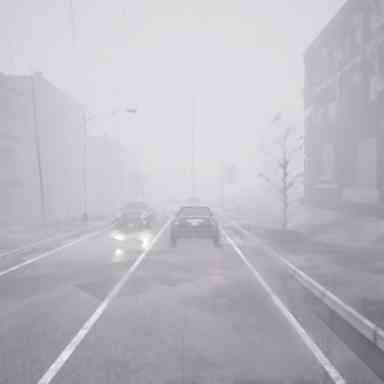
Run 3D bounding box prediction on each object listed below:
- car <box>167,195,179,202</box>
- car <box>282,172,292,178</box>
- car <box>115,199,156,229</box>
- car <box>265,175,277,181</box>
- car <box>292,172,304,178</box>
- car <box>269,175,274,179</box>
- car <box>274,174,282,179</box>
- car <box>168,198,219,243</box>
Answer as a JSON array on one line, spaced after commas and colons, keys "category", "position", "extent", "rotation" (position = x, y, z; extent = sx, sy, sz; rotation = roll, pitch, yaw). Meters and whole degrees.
[{"category": "car", "position": [-3.453, 1.339, 62.916], "extent": [2.097, 1.767, 4.553], "rotation": [0, 0, 1]}, {"category": "car", "position": [22.999, -3.800, 75.897], "extent": [2.185, 1.767, 4.553], "rotation": [0, 1, -5]}, {"category": "car", "position": [-3.575, 1.342, 21.661], "extent": [2.097, 1.767, 4.553], "rotation": [0, 0, 0]}, {"category": "car", "position": [21.963, -3.976, 92.483], "extent": [2.231, 1.521, 4.892], "rotation": [0, 1, -1]}, {"category": "car", "position": [23.613, -3.540, 70.206], "extent": [2.163, 1.488, 4.792], "rotation": [0, 1, -6]}, {"category": "car", "position": [22.191, -3.839, 86.941], "extent": [2.002, 1.452, 4.674], "rotation": [0, 1, -2]}, {"category": "car", "position": [22.537, -3.777, 81.404], "extent": [2.097, 1.535, 5.008], "rotation": [0, 1, -4]}, {"category": "car", "position": [0.118, 1.346, 16.119], "extent": [2.097, 1.767, 4.553], "rotation": [0, 0, 0]}]
